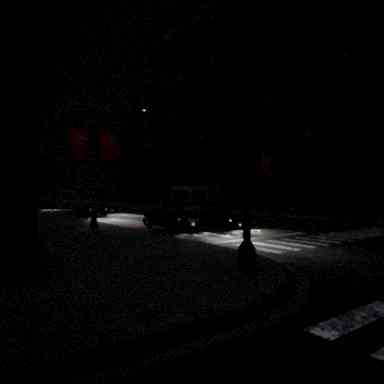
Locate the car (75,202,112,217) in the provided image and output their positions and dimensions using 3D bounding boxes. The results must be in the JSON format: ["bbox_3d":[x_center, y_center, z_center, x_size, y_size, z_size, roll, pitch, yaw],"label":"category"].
[{"bbox_3d":[-9.897,1.720,32.545,1.895,1.301,4.718,0,0,-36],"label":"car"}]

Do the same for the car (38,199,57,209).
[{"bbox_3d":[-21.200,1.771,48.420,2.033,1.411,5.357,0,0,-36],"label":"car"}]

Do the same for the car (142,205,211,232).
[{"bbox_3d":[-1.364,1.555,20.679,2.128,1.511,4.902,0,0,-36],"label":"car"}]

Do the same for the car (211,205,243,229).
[{"bbox_3d":[1.477,1.618,22.355,2.033,1.411,5.357,0,0,-33],"label":"car"}]

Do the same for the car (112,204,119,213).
[{"bbox_3d":[-10.045,1.747,38.323,1.895,1.301,4.718,0,0,-36],"label":"car"}]
